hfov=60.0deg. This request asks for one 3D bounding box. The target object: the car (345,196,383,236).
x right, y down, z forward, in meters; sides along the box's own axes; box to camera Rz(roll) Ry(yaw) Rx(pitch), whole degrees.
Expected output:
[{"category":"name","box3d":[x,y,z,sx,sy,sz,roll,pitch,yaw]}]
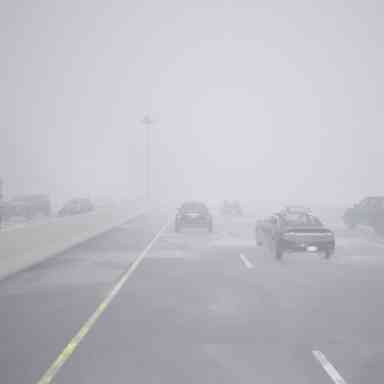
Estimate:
[{"category":"car","box3d":[10.597,1.221,18.533,2.150,2.045,5.566,0,0,0]}]

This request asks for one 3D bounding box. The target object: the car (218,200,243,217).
[{"category":"car","box3d":[3.595,1.493,31.154,2.128,1.511,4.902,0,0,0]}]

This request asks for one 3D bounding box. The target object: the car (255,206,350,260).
[{"category":"car","box3d":[3.598,1.492,12.420,2.128,1.511,4.902,0,0,0]}]

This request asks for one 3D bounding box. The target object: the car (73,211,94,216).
[{"category":"car","box3d":[-10.600,1.354,30.696,2.097,1.767,4.553,0,0,0]}]

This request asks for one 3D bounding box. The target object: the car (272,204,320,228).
[{"category":"car","box3d":[7.096,1.601,23.259,1.895,1.301,4.718,0,0,0]}]

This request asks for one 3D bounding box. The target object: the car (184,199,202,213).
[{"category":"car","box3d":[0.094,1.549,38.965,2.033,1.411,5.357,0,0,0]}]

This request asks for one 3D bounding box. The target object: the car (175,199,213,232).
[{"category":"car","box3d":[0.095,1.353,20.173,2.097,1.767,4.553,0,0,0]}]
